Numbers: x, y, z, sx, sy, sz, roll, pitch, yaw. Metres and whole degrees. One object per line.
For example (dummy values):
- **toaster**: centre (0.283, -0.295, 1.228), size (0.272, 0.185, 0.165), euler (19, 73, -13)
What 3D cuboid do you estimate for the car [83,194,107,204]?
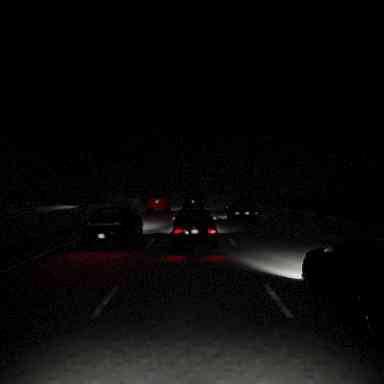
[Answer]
- **car**: centre (-14.073, 1.317, 49.129), size (1.895, 1.301, 4.718), euler (0, 0, 0)

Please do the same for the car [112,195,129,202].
- **car**: centre (-10.570, 1.239, 49.663), size (1.812, 1.442, 4.674), euler (0, 0, 0)

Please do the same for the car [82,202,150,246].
- **car**: centre (-3.400, 1.415, 14.902), size (2.128, 1.511, 4.902), euler (0, 0, 0)

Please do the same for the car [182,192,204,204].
- **car**: centre (0.104, 1.026, 34.883), size (2.150, 2.045, 5.566), euler (0, 0, 0)

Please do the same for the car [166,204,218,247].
- **car**: centre (0.102, 1.473, 14.602), size (2.033, 1.411, 5.357), euler (0, 0, 0)

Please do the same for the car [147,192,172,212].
- **car**: centre (-3.396, 1.025, 34.917), size (2.150, 2.045, 5.566), euler (0, 0, 0)

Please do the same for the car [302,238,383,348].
- **car**: centre (3.592, 1.540, 6.240), size (1.994, 1.385, 4.181), euler (0, 0, 0)

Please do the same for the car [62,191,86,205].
- **car**: centre (-17.563, 0.933, 50.203), size (2.150, 2.045, 5.566), euler (0, 0, 0)

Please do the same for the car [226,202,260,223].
- **car**: centre (3.601, 1.416, 24.196), size (2.033, 1.411, 5.357), euler (0, 0, 0)
